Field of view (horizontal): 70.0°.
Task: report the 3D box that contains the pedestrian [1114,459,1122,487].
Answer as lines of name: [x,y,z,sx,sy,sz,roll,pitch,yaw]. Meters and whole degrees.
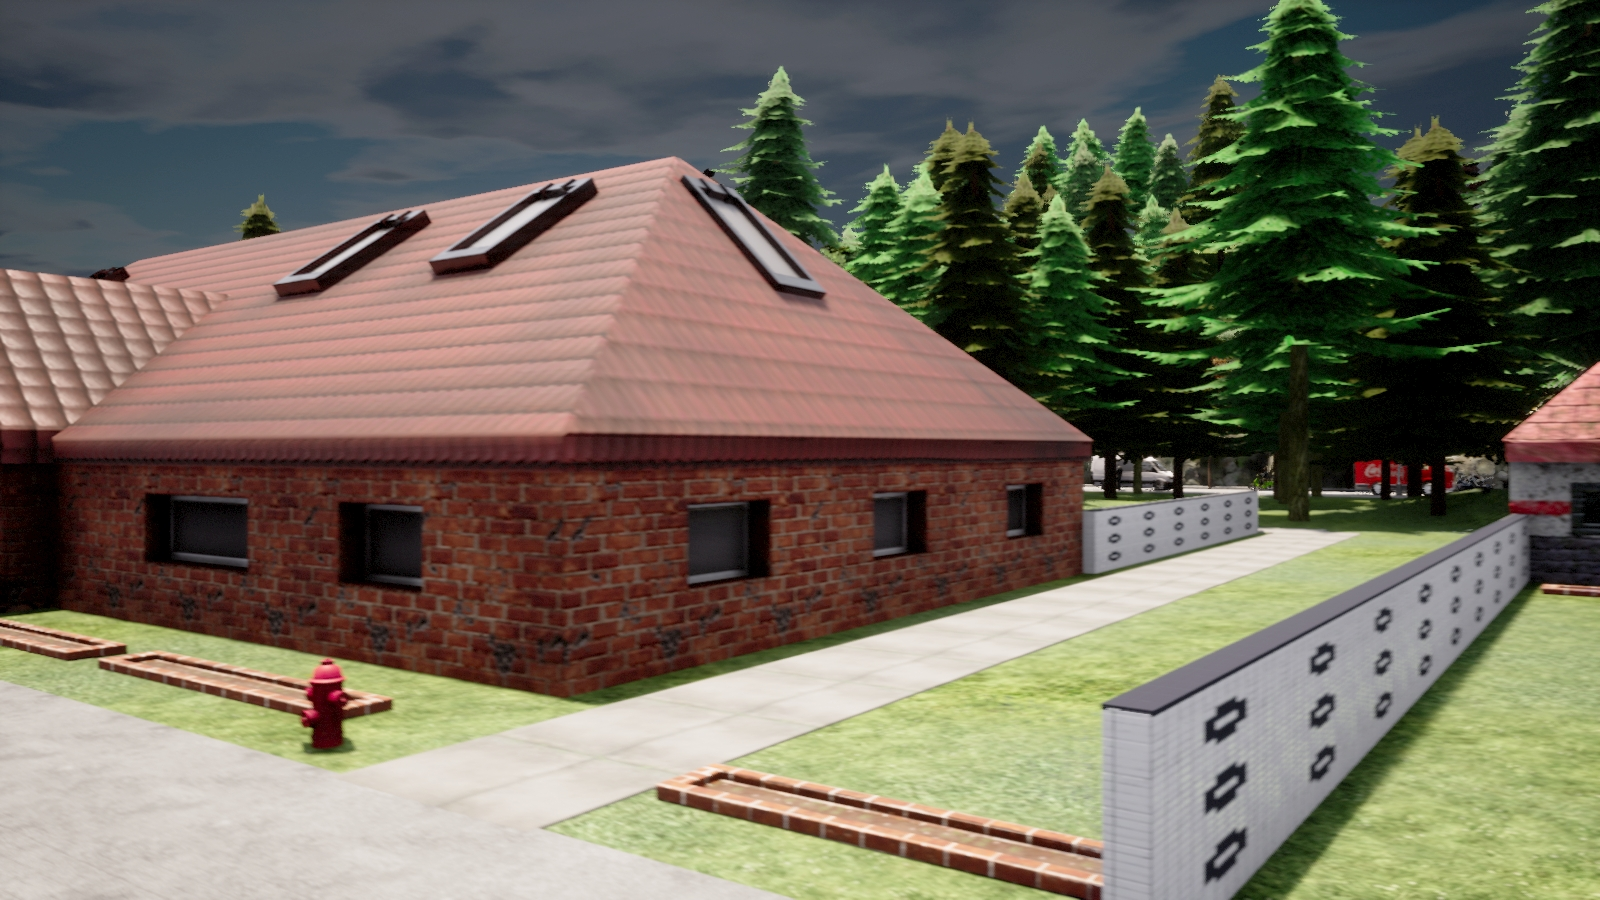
pedestrian: [21.161,1.523,76.098,0.375,1.860,0.375,0,0,-23]
